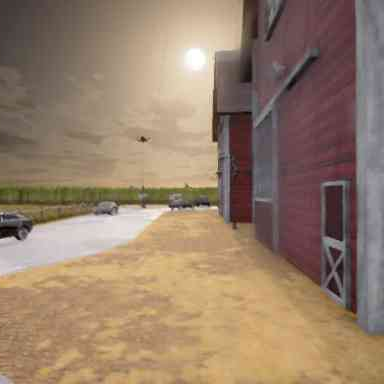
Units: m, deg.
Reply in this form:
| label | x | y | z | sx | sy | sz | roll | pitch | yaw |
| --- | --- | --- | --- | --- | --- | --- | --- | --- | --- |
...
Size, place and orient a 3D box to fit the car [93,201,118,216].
| label | x | y | z | sx | sy | sz | roll | pitch | yaw |
| --- | --- | --- | --- | --- | --- | --- | --- | --- | --- |
| car | -9.282 | 1.802 | 36.144 | 1.837 | 1.490 | 4.892 | 0 | -1 | -1 |

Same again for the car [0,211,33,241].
| label | x | y | z | sx | sy | sz | roll | pitch | yaw |
| --- | --- | --- | --- | --- | --- | --- | --- | --- | --- |
| car | -9.587 | 1.668 | 15.398 | 2.128 | 1.511 | 4.902 | 0 | 0 | 13 |

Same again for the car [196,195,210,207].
| label | x | y | z | sx | sy | sz | roll | pitch | yaw |
| --- | --- | --- | --- | --- | --- | --- | --- | --- | --- |
| car | 1.633 | 1.612 | 58.702 | 2.150 | 2.045 | 5.566 | 0 | 0 | -10 |

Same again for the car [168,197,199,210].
| label | x | y | z | sx | sy | sz | roll | pitch | yaw |
| --- | --- | --- | --- | --- | --- | --- | --- | --- | --- |
| car | -1.513 | 1.850 | 49.074 | 1.837 | 1.490 | 4.892 | 0 | 0 | 36 |
